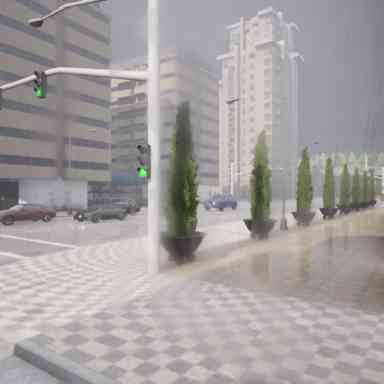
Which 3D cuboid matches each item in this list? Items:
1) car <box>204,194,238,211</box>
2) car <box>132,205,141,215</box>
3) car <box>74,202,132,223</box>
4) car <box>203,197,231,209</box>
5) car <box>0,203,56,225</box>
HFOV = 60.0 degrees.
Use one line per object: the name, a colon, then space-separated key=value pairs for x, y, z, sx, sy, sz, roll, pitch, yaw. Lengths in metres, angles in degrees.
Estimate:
car: x=3.740 y=1.273 z=41.800 sx=2.150 sy=2.045 sz=5.566 roll=0 pitch=0 yaw=35
car: x=-7.226 y=1.651 z=32.078 sx=1.895 sy=1.301 sz=4.718 roll=0 pitch=0 yaw=35
car: x=-7.101 y=1.615 z=26.090 sx=1.994 sy=1.385 sz=4.181 roll=0 pitch=0 yaw=35
car: x=3.649 y=1.555 z=47.808 sx=1.837 sy=1.490 sz=4.892 roll=0 pitch=0 yaw=35
car: x=-12.370 y=1.576 z=24.573 sx=1.812 sy=1.442 sz=4.674 roll=0 pitch=0 yaw=34
